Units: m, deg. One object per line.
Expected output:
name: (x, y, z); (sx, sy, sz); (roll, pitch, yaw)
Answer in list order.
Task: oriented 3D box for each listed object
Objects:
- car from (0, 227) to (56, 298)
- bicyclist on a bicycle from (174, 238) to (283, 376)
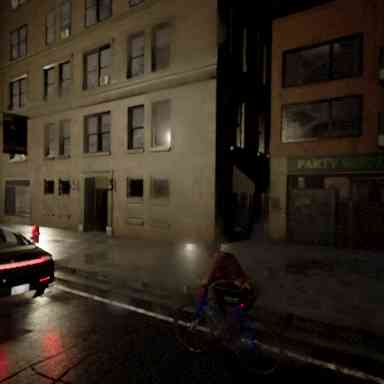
car: (-4.957, 1.486, 7.255); (4.902, 1.511, 2.128); (0, 0, 36)
bicyclist on a bicycle: (0.405, 1.451, 4.385); (1.656, 1.620, 0.582); (0, 0, 36)
